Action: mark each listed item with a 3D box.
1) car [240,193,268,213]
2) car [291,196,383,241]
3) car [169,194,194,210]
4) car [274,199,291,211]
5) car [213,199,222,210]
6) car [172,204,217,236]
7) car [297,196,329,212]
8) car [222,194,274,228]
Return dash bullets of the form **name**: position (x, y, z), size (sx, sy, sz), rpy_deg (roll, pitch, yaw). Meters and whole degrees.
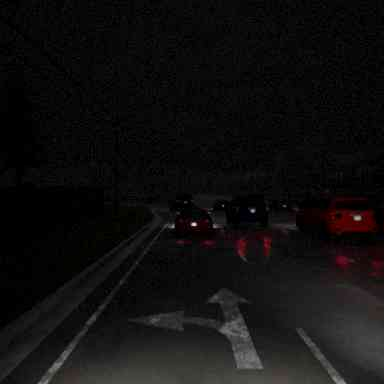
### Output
- **car**: position (7.099, 1.205, 38.595), size (2.150, 2.045, 5.566), rpy_deg (0, 0, 0)
- **car**: position (7.100, 1.215, 16.926), size (2.150, 2.045, 5.566), rpy_deg (0, 0, 0)
- **car**: position (-1.281, 1.203, 38.512), size (2.150, 2.045, 5.566), rpy_deg (0, 0, -12)
- **car**: position (10.599, 1.549, 40.030), size (1.994, 1.385, 4.181), rpy_deg (0, 0, 0)
- **car**: position (3.599, 1.546, 40.188), size (1.994, 1.385, 4.181), rpy_deg (0, 0, 0)
- **car**: position (0.099, 1.557, 18.301), size (1.994, 1.385, 4.181), rpy_deg (0, 0, 0)
- **car**: position (14.099, 1.338, 39.150), size (2.097, 1.767, 4.553), rpy_deg (0, 0, 0)
- **car**: position (3.589, 1.213, 22.425), size (2.150, 2.045, 5.566), rpy_deg (0, 0, 0)
